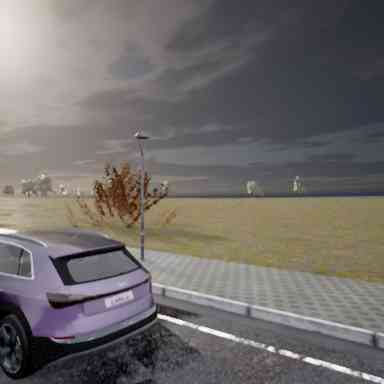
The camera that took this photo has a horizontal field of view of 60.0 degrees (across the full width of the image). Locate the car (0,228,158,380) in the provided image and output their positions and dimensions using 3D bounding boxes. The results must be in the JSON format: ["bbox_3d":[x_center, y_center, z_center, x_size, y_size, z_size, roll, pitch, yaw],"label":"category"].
[{"bbox_3d":[-2.745,1.419,5.544,4.856,1.649,2.033,0,0,36],"label":"car"}]
